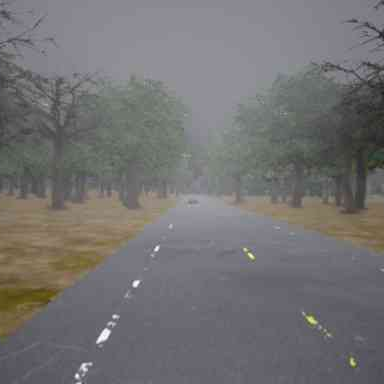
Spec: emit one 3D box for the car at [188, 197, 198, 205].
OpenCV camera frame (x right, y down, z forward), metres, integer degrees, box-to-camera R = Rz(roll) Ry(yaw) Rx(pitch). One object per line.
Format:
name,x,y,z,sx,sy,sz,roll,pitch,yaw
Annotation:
car,0.197,1.675,60.586,2.033,1.411,5.357,0,0,0
